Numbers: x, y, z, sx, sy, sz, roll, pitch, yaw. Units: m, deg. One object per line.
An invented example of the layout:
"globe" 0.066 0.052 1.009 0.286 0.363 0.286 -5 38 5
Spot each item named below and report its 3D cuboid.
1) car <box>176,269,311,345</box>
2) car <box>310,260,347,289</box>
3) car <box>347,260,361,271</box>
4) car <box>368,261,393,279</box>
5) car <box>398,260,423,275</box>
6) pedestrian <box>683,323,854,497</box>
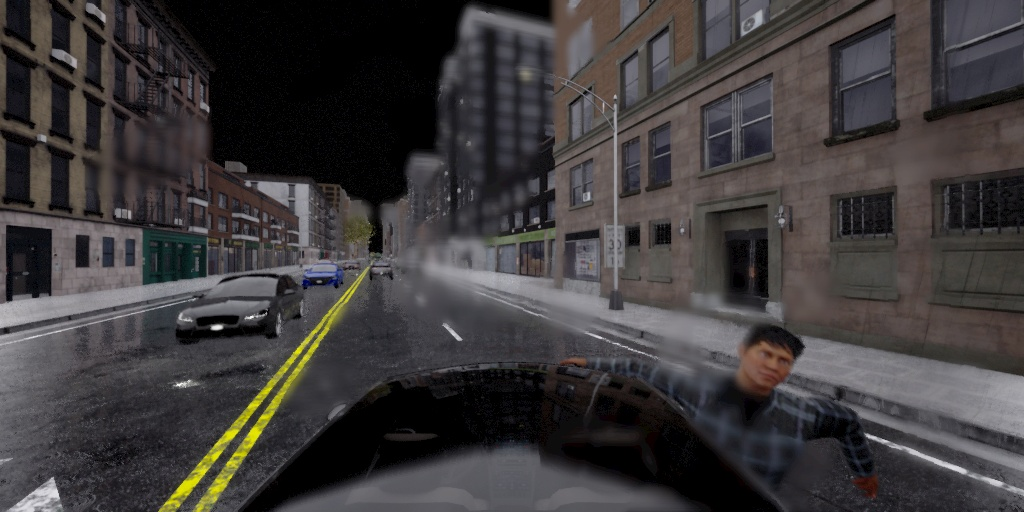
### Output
"car" -7.028 1.253 9.792 1.837 1.490 4.892 0 0 -21
"car" -11.970 1.217 22.989 1.882 1.535 5.008 0 0 -21
"car" -21.240 1.270 47.679 1.994 1.385 4.181 0 0 -21
"car" -11.699 1.221 32.058 2.128 1.511 4.902 0 0 -21
"car" -10.801 1.214 38.799 2.128 1.511 4.902 0 0 -20
"pedestrian" 1.076 1.142 1.737 0.375 1.860 0.375 -6 25 4
